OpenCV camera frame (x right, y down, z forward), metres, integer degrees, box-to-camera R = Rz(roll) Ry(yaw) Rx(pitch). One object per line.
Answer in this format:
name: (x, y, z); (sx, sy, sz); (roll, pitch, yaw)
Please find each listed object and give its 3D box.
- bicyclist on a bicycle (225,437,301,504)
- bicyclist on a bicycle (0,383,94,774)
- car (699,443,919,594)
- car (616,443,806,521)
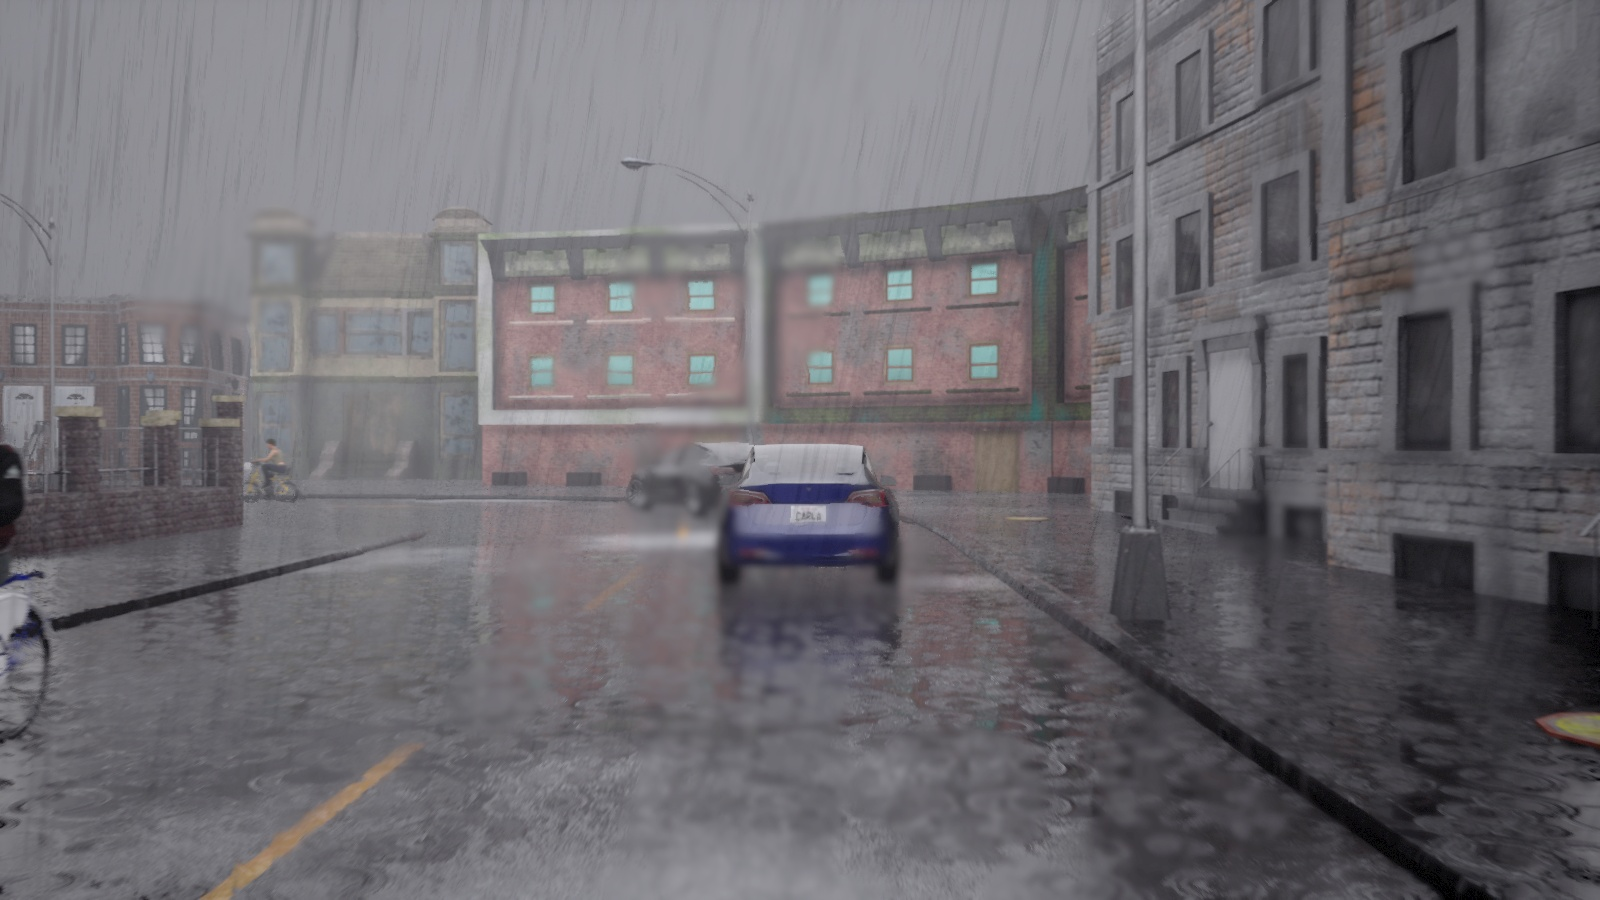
bicyclist on a bicycle: (-13.252, 0.497, 31.021); (1.509, 1.612, 0.866); (0, 1, 1)
bicyclist on a bicycle: (-3.956, 0.583, 5.523); (0.659, 1.776, 1.843); (0, 0, 0)
car: (0.099, 0.663, 14.771); (2.163, 1.488, 4.792); (0, 0, 0)
car: (-2.007, 0.596, 26.681); (2.163, 1.488, 4.792); (0, 0, -29)
